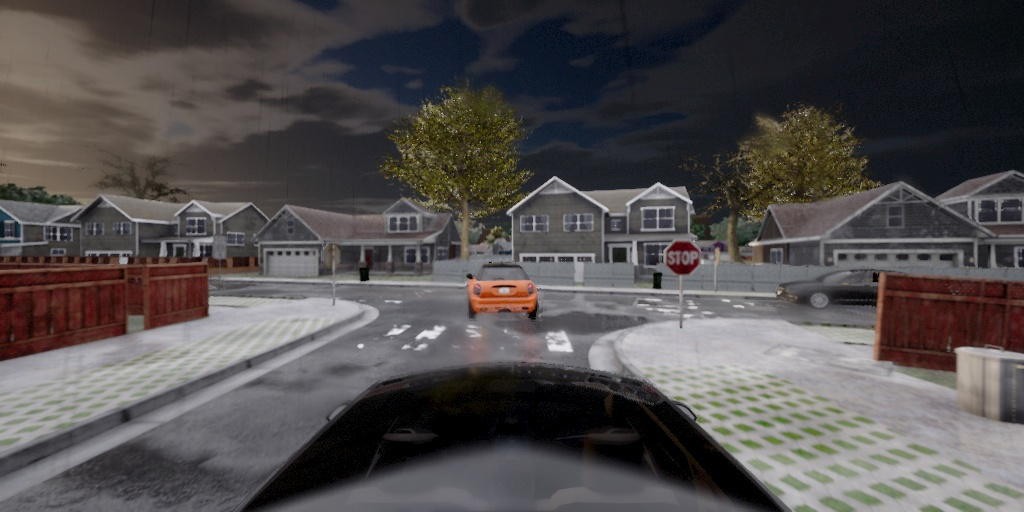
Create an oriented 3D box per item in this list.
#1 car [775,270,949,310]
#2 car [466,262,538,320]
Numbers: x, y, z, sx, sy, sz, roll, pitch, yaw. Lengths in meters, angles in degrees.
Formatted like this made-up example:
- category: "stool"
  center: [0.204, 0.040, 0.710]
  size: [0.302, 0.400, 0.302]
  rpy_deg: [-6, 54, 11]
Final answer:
- category: "car"
  center: [12.908, 1.248, 13.494]
  size: [4.892, 1.490, 1.837]
  rpy_deg: [0, 0, 18]
- category: "car"
  center: [-0.506, 1.024, 12.512]
  size: [2.097, 1.767, 4.553]
  rpy_deg: [0, 0, -8]
